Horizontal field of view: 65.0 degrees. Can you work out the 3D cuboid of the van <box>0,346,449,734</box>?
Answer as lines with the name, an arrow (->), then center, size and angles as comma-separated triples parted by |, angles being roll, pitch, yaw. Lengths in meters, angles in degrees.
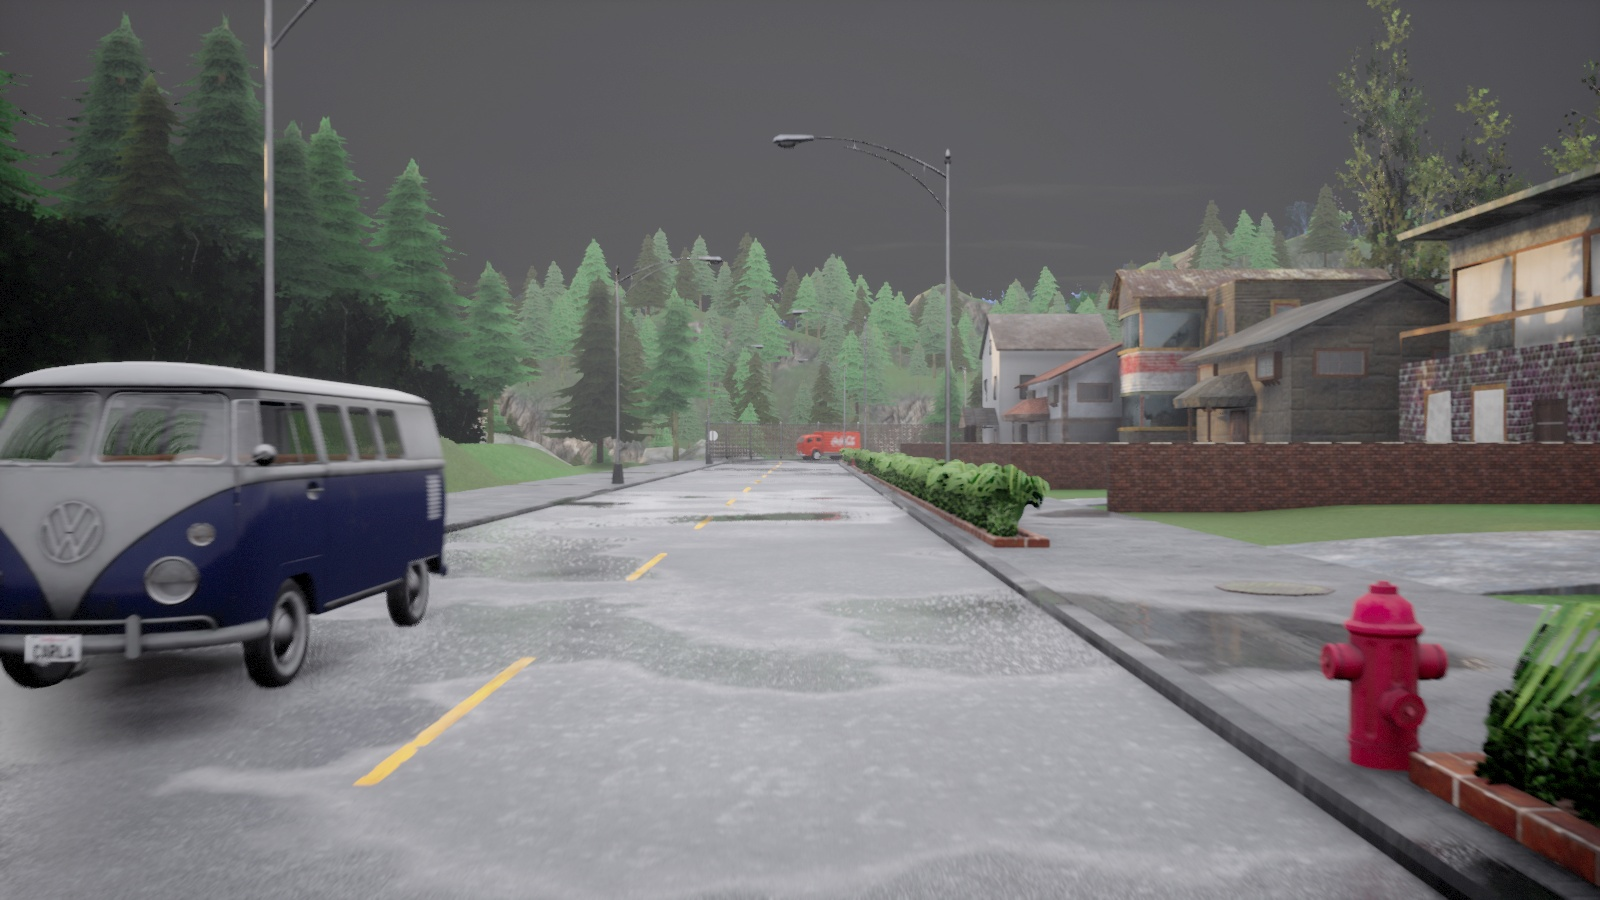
van -> -3.935, 0.447, 8.648 | 1.775, 1.987, 4.442 | 0, 0, 0
